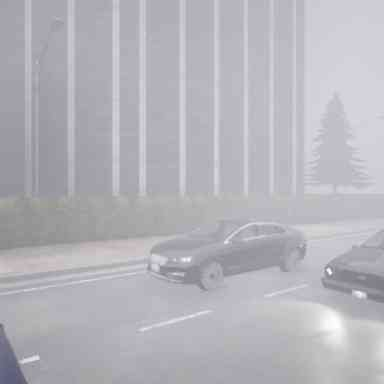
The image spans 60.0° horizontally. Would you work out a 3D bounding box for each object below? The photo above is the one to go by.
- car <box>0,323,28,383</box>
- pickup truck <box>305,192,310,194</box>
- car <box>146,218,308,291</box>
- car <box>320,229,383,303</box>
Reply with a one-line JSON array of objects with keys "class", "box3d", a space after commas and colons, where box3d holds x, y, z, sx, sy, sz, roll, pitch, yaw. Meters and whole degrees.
[{"class": "car", "box3d": [-3.376, 1.601, 1.516, 4.718, 1.301, 1.895, 0, 0, -37]}, {"class": "pickup truck", "box3d": [25.298, 1.059, 75.759, 2.390, 2.098, 6.274, 0, 0, -6]}, {"class": "car", "box3d": [1.138, 1.492, 9.124, 4.902, 1.511, 2.128, 0, 0, -36]}, {"class": "car", "box3d": [5.304, 1.543, 7.860, 5.357, 1.411, 2.033, 0, 0, -36]}]
